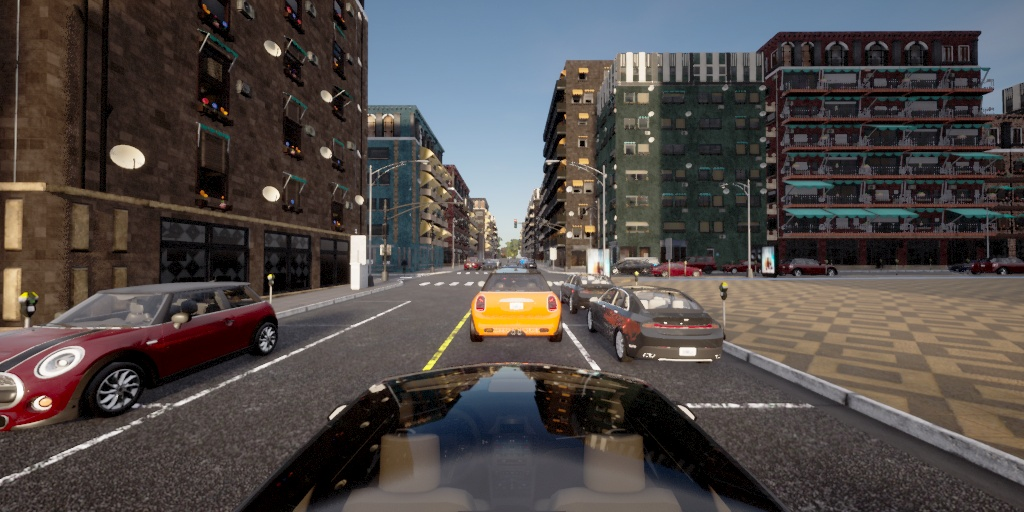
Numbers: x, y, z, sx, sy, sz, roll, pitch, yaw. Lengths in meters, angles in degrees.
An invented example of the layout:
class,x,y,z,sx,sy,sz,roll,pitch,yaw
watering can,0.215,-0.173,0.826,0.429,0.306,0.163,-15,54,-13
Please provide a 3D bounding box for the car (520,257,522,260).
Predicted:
class,x,y,z,sx,sy,sz,roll,pitch,yaw
car,0.070,1.277,54.619,2.128,1.511,4.902,0,0,0

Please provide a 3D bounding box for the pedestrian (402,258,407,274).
class,x,y,z,sx,sy,sz,roll,pitch,yaw
pedestrian,-12.545,1.109,41.667,0.375,1.860,0.375,0,0,0

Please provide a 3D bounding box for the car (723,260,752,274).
class,x,y,z,sx,sy,sz,roll,pitch,yaw
car,24.811,1.176,38.451,4.507,1.381,1.888,0,0,0

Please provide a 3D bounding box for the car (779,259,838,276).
class,x,y,z,sx,sy,sz,roll,pitch,yaw
car,24.752,0.944,30.071,4.097,1.591,1.967,0,0,0

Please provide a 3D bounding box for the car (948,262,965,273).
class,x,y,z,sx,sy,sz,roll,pitch,yaw
car,46.961,0.973,35.649,5.357,1.411,2.033,0,-1,1

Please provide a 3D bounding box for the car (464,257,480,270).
class,x,y,z,sx,sy,sz,roll,pitch,yaw
car,-5.709,1.098,51.744,2.192,1.841,5.009,0,0,0

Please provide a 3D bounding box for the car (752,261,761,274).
class,x,y,z,sx,sy,sz,roll,pitch,yaw
car,27.425,1.063,35.854,4.902,1.511,2.128,0,-1,0

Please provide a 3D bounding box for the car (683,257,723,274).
class,x,y,z,sx,sy,sz,roll,pitch,yaw
car,19.283,0.988,38.488,5.009,1.841,2.192,0,0,0

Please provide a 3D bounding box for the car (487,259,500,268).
class,x,y,z,sx,sy,sz,roll,pitch,yaw
car,-3.103,1.316,60.993,1.812,1.442,4.674,0,0,0

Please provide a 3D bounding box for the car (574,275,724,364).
class,x,y,z,sx,sy,sz,roll,pitch,yaw
car,2.818,1.304,7.945,2.007,1.370,4.403,0,0,0

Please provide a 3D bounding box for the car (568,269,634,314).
class,x,y,z,sx,sy,sz,roll,pitch,yaw
car,2.816,1.307,13.515,2.007,1.370,4.403,0,0,0

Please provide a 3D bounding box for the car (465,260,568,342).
class,x,y,z,sx,sy,sz,roll,pitch,yaw
car,0.095,1.107,9.923,2.097,1.767,4.553,0,0,0

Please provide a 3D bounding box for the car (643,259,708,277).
class,x,y,z,sx,sy,sz,roll,pitch,yaw
car,13.697,1.171,30.146,4.207,1.307,1.802,0,0,0

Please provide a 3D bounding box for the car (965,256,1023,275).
class,x,y,z,sx,sy,sz,roll,pitch,yaw
car,41.333,0.819,29.958,4.097,1.591,1.967,0,0,0

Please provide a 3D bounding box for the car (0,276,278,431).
class,x,y,z,sx,sy,sz,roll,pitch,yaw
car,-5.821,1.192,5.706,1.967,1.591,4.097,0,0,0

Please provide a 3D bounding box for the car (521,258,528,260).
class,x,y,z,sx,sy,sz,roll,pitch,yaw
car,2.671,1.349,51.708,1.948,1.339,4.313,0,0,0

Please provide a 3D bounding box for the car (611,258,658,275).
class,x,y,z,sx,sy,sz,roll,pitch,yaw
car,11.697,1.198,36.034,4.892,1.490,1.837,-1,-1,3
